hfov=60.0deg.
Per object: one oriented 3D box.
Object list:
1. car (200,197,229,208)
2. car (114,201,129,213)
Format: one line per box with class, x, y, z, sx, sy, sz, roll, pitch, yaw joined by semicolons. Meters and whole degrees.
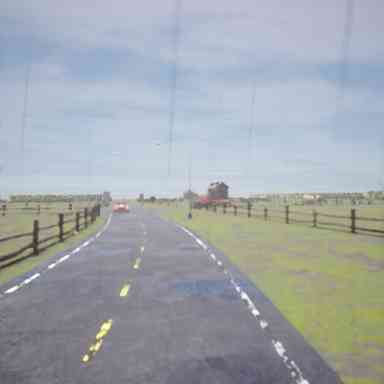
car;4.204;1.915;62.729;5.566;2.045;2.150;0;-2;-13
car;-10.282;2.063;48.514;2.097;1.767;4.553;0;-1;-13
